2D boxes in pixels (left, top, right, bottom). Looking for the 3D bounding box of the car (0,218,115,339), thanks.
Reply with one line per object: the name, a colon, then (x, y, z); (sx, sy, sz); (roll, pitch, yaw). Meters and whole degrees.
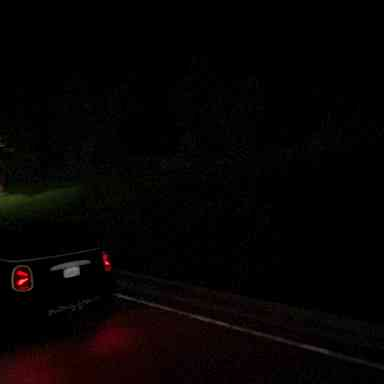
car: (-3.699, 1.346, 6.769); (4.553, 1.767, 2.097); (0, 0, 36)
